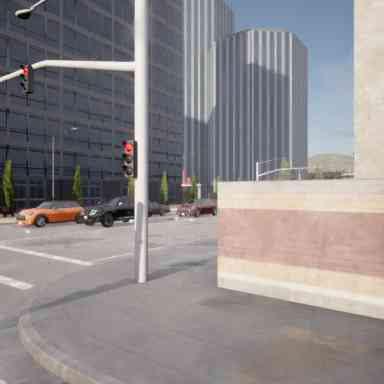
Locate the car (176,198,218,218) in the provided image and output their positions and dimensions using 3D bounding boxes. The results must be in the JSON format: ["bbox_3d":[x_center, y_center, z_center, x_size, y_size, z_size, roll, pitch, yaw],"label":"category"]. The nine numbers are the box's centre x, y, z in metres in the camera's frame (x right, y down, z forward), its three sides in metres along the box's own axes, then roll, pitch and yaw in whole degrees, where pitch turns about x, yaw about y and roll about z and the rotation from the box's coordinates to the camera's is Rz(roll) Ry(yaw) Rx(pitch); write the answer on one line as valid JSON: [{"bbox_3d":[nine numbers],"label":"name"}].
[{"bbox_3d":[0.528,1.407,31.530,2.097,1.767,4.553,0,0,36],"label":"car"}]

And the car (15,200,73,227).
[{"bbox_3d":[-9.758,1.407,23.216,2.097,1.767,4.553,0,0,36],"label":"car"}]

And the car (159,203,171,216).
[{"bbox_3d":[-4.231,1.603,30.910,2.033,1.411,5.357,0,0,36],"label":"car"}]

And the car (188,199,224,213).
[{"bbox_3d":[1.696,1.560,39.139,1.837,1.490,4.892,0,0,36],"label":"car"}]

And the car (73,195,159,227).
[{"bbox_3d":[-5.203,1.277,23.562,2.150,2.045,5.566,0,0,36],"label":"car"}]
